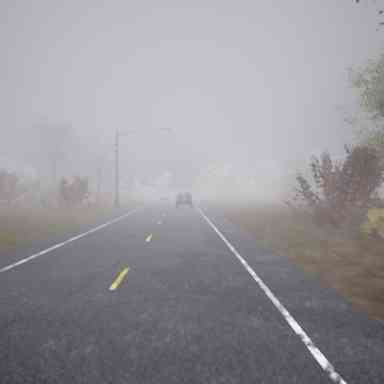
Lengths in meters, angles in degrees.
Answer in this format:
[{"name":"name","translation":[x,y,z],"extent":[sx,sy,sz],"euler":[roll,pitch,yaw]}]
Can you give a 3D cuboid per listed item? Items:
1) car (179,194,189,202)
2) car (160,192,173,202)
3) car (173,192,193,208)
[{"name":"car","translation":[-1.613,1.120,63.722],"extent":[1.882,1.535,5.008],"euler":[0,0,-2]},{"name":"car","translation":[-5.276,1.176,65.790],"extent":[2.033,1.411,5.357],"euler":[0,0,-2]},{"name":"car","translation":[-1.023,0.989,44.096],"extent":[2.150,2.045,5.566],"euler":[0,0,-2]}]
